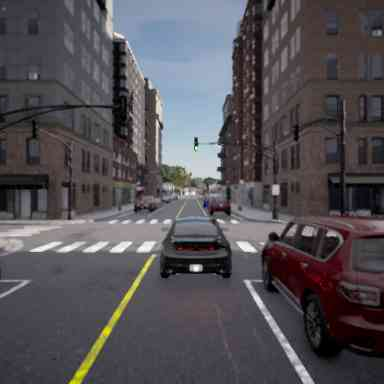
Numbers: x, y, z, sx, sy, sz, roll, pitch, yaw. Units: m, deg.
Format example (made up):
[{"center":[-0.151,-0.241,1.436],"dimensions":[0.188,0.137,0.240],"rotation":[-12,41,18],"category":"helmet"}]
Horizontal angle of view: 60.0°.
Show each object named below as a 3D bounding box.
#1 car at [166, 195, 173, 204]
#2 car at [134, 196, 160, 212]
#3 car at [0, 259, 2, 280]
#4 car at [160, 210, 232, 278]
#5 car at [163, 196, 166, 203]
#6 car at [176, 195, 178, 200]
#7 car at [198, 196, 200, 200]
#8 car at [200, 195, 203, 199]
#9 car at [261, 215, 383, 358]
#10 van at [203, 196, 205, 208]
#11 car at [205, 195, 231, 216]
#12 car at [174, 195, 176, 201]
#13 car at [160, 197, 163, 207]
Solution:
[{"center":[-5.405,1.591,66.083],"dimensions":[1.887,1.381,4.507],"rotation":[0,0,0],"category":"car"},{"center":[-5.417,1.343,38.565],"dimensions":[2.192,1.841,5.009],"rotation":[0,0,0],"category":"car"},{"center":[-5.387,1.444,6.005],"dimensions":[1.967,1.590,4.097],"rotation":[0,0,0],"category":"car"},{"center":[0.098,1.512,10.120],"dimensions":[1.837,1.490,4.892],"rotation":[0,0,0],"category":"car"},{"center":[-5.412,1.586,49.572],"dimensions":[2.008,1.369,4.403],"rotation":[0,0,0],"category":"car"},{"center":[-5.395,1.643,88.098],"dimensions":[1.802,1.307,4.206],"rotation":[0,0,0],"category":"car"},{"center":[2.655,1.591,93.773],"dimensions":[1.752,1.417,4.829],"rotation":[0,0,0],"category":"car"},{"center":[2.689,1.351,49.573],"dimensions":[2.192,1.841,5.009],"rotation":[0,0,0],"category":"car"},{"center":[2.638,1.320,6.005],"dimensions":[2.192,1.841,5.009],"rotation":[0,0,0],"category":"car"},{"center":[2.693,1.373,44.069],"dimensions":[1.690,1.788,3.998],"rotation":[0,0,0],"category":"van"},{"center":[2.702,1.339,33.061],"dimensions":[2.192,1.841,5.009],"rotation":[0,0,0],"category":"car"},{"center":[-5.400,1.604,77.090],"dimensions":[2.008,1.369,4.403],"rotation":[0,0,0],"category":"car"},{"center":[-5.415,1.597,44.068],"dimensions":[1.947,1.339,4.313],"rotation":[0,0,0],"category":"car"}]
